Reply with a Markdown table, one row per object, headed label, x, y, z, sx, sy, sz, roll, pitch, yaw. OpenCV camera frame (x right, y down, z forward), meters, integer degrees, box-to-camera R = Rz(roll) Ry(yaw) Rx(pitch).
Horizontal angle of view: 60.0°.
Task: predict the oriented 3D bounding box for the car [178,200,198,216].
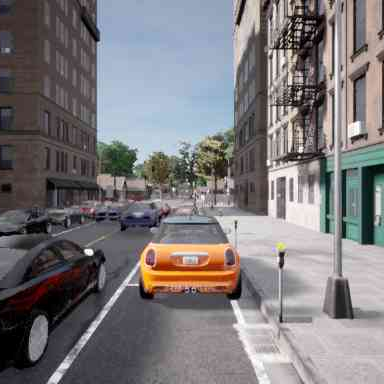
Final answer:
| label | x | y | z | sx | sy | sz | roll | pitch | yaw |
| --- | --- | --- | --- | --- | --- | --- | --- | --- | --- |
| car | -0.383 | 1.554 | 32.910 | 1.887 | 1.381 | 4.507 | 0 | 0 | 0 |

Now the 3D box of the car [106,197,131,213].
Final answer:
| label | x | y | z | sx | sy | sz | roll | pitch | yaw |
| --- | --- | --- | --- | --- | --- | --- | --- | --- | --- |
| car | -8.408 | 1.454 | 38.426 | 1.967 | 1.590 | 4.097 | 0 | 0 | 0 |

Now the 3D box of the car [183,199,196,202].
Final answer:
| label | x | y | z | sx | sy | sz | roll | pitch | yaw |
| --- | --- | --- | --- | --- | --- | --- | --- | --- | --- |
| car | -0.383 | 1.531 | 27.562 | 1.752 | 1.417 | 4.829 | 0 | 0 | 0 |

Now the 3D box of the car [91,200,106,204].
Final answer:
| label | x | y | z | sx | sy | sz | roll | pitch | yaw |
| --- | --- | --- | --- | --- | --- | --- | --- | --- | --- |
| car | -8.408 | 1.446 | 27.388 | 1.967 | 1.590 | 4.097 | 0 | 0 | 0 |

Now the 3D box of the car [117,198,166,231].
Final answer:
| label | x | y | z | sx | sy | sz | roll | pitch | yaw |
| --- | --- | --- | --- | --- | --- | --- | --- | --- | --- |
| car | -3.020 | 1.356 | 20.831 | 2.097 | 1.767 | 4.553 | 0 | 0 | 0 |

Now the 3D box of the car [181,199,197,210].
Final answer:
| label | x | y | z | sx | sy | sz | roll | pitch | yaw |
| --- | --- | --- | --- | --- | --- | --- | --- | --- | --- |
| car | -0.383 | 1.584 | 43.946 | 1.947 | 1.339 | 4.313 | 0 | 0 | 0 |

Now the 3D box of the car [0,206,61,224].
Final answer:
| label | x | y | z | sx | sy | sz | roll | pitch | yaw |
| --- | --- | --- | --- | --- | --- | --- | --- | --- | --- |
| car | -8.408 | 1.567 | 16.351 | 1.947 | 1.339 | 4.313 | 0 | 0 | 0 |

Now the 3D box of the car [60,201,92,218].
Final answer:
| label | x | y | z | sx | sy | sz | roll | pitch | yaw |
| --- | --- | --- | --- | --- | --- | --- | --- | --- | --- |
| car | -8.408 | 1.553 | 21.869 | 2.008 | 1.369 | 4.403 | 0 | 0 | 0 |

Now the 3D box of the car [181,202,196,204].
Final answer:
| label | x | y | z | sx | sy | sz | roll | pitch | yaw |
| --- | --- | --- | --- | --- | --- | --- | --- | --- | --- |
| car | -0.383 | 1.584 | 21.873 | 1.802 | 1.307 | 4.206 | 0 | 0 | 0 |

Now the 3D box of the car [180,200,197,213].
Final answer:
| label | x | y | z | sx | sy | sz | roll | pitch | yaw |
| --- | --- | --- | --- | --- | --- | --- | --- | --- | --- |
| car | -0.383 | 1.596 | 38.428 | 1.802 | 1.307 | 4.206 | 0 | 0 | 0 |

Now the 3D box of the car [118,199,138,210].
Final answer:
| label | x | y | z | sx | sy | sz | roll | pitch | yaw |
| --- | --- | --- | --- | --- | --- | --- | --- | --- | --- |
| car | -8.408 | 1.600 | 43.945 | 1.802 | 1.307 | 4.206 | 0 | 0 | 0 |

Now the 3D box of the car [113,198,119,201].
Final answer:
| label | x | y | z | sx | sy | sz | roll | pitch | yaw |
| --- | --- | --- | --- | --- | --- | --- | --- | --- | --- |
| car | -8.408 | 1.535 | 32.737 | 1.752 | 1.417 | 4.829 | 0 | 0 | 0 |

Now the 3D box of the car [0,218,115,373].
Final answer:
| label | x | y | z | sx | sy | sz | roll | pitch | yaw |
| --- | --- | --- | --- | --- | --- | --- | --- | --- | --- |
| car | -2.924 | 1.478 | 5.751 | 1.882 | 1.535 | 5.008 | 0 | 0 | 0 |

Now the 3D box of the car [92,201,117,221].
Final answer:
| label | x | y | z | sx | sy | sz | roll | pitch | yaw |
| --- | --- | --- | --- | --- | --- | --- | --- | --- | --- |
| car | -5.870 | 1.605 | 25.181 | 1.895 | 1.301 | 4.718 | 0 | 0 | 0 |

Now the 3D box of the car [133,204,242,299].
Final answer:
| label | x | y | z | sx | sy | sz | roll | pitch | yaw |
| --- | --- | --- | --- | --- | --- | --- | --- | --- | --- |
| car | -0.032 | 1.353 | 8.620 | 2.097 | 1.767 | 4.553 | 0 | 0 | 0 |
